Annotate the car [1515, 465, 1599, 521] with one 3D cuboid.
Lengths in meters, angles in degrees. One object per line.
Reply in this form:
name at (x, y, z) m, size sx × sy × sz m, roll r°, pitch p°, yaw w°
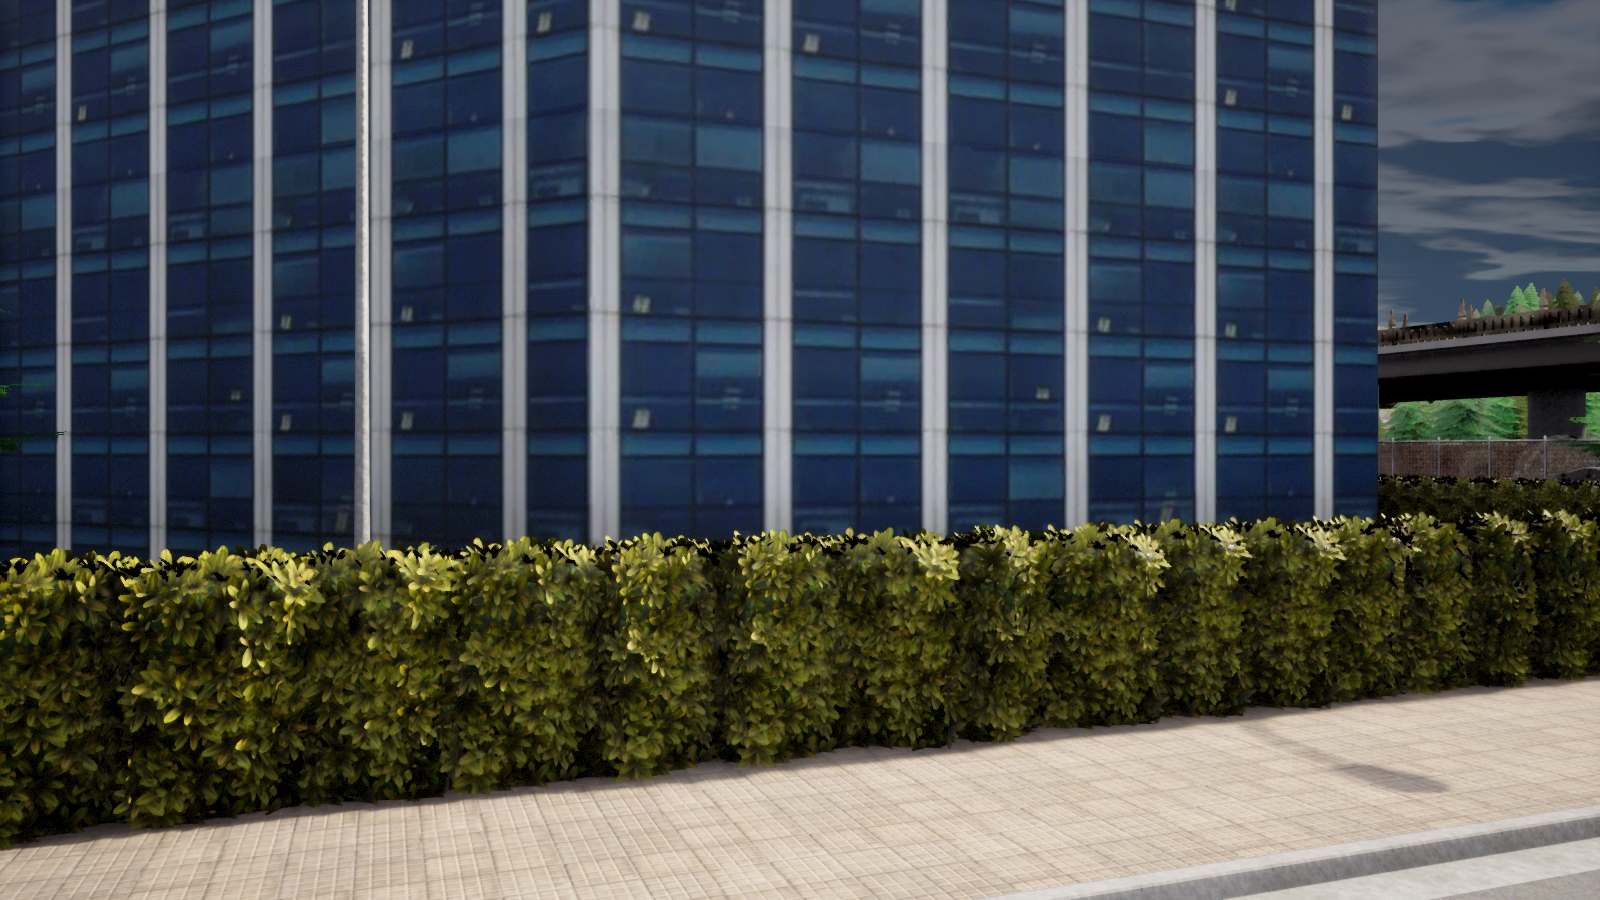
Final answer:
car at (31.821, 1.700, 44.815) m, size 2.390 × 2.098 × 6.274 m, roll 0°, pitch 0°, yaw -20°
